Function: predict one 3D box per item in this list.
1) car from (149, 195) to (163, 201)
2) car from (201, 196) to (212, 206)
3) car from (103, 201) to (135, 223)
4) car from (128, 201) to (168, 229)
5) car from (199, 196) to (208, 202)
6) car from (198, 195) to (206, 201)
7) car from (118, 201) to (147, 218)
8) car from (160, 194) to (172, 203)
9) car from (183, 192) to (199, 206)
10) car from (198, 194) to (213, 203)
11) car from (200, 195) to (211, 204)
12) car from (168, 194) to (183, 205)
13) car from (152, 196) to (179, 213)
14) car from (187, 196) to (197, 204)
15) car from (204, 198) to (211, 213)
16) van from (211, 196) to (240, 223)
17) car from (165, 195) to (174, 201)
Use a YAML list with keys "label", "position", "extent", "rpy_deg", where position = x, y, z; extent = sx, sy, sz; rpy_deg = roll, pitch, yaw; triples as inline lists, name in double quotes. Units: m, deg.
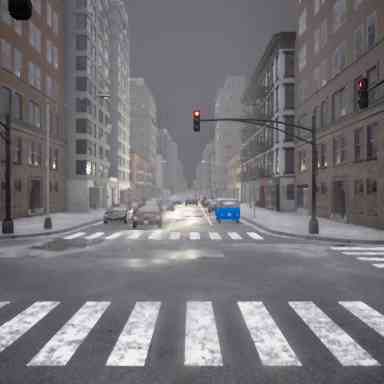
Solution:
- label: "car"
  position: [-5.447, 1.542, 47.572]
  extent: [1.752, 1.417, 4.829]
  rpy_deg: [0, 0, 0]
- label: "car"
  position: [2.578, 1.599, 47.758]
  extent: [1.802, 1.307, 4.206]
  rpy_deg: [0, 0, 0]
- label: "car"
  position: [-5.420, 1.561, 25.015]
  extent: [2.008, 1.369, 4.403]
  rpy_deg: [0, 0, 0]
- label: "car"
  position: [-2.799, 1.535, 22.124]
  extent: [1.812, 1.442, 4.674]
  rpy_deg: [0, 0, -2]
- label: "car"
  position: [2.543, 1.560, 76.165]
  extent: [2.008, 1.369, 4.403]
  rpy_deg: [0, 0, 0]
- label: "car"
  position: [2.529, 1.572, 87.527]
  extent: [1.947, 1.339, 4.313]
  rpy_deg: [0, 0, 0]
- label: "car"
  position: [-5.427, 1.558, 30.696]
  extent: [1.887, 1.381, 4.507]
  rpy_deg: [0, 0, 0]
- label: "car"
  position: [-5.475, 1.326, 70.469]
  extent: [2.192, 1.841, 5.009]
  rpy_deg: [0, 0, 0]
- label: "car"
  position: [-0.069, 1.367, 55.130]
  extent: [2.097, 1.767, 4.553]
  rpy_deg: [0, 0, 0]
- label: "car"
  position: [2.571, 1.330, 53.440]
  extent: [2.192, 1.841, 5.009]
  rpy_deg: [0, 0, 0]
- label: "car"
  position: [2.557, 1.452, 64.802]
  extent: [1.967, 1.590, 4.097]
  rpy_deg: [0, 0, 0]
- label: "car"
  position: [-2.830, 1.492, 58.571]
  extent: [1.882, 1.535, 5.008]
  rpy_deg: [0, 0, 0]
- label: "car"
  position: [-2.890, 1.506, 37.349]
  extent: [2.128, 1.511, 4.902]
  rpy_deg: [0, 0, 0]
- label: "car"
  position: [-0.081, 1.490, 65.161]
  extent: [1.882, 1.535, 5.008]
  rpy_deg: [0, 0, 0]
- label: "car"
  position: [2.592, 1.597, 36.395]
  extent: [1.802, 1.307, 4.206]
  rpy_deg: [0, 0, 0]
- label: "van"
  position: [2.605, 1.352, 25.033]
  extent: [1.690, 1.788, 3.998]
  rpy_deg: [0, 0, 0]
- label: "car"
  position: [-5.489, 1.448, 81.833]
  extent: [1.967, 1.590, 4.097]
  rpy_deg: [0, 0, 0]
